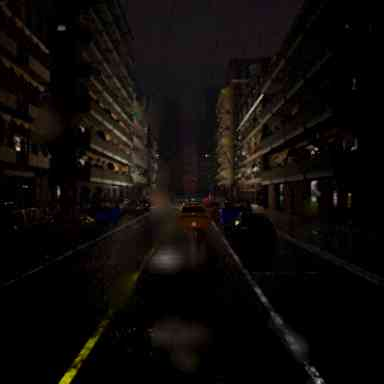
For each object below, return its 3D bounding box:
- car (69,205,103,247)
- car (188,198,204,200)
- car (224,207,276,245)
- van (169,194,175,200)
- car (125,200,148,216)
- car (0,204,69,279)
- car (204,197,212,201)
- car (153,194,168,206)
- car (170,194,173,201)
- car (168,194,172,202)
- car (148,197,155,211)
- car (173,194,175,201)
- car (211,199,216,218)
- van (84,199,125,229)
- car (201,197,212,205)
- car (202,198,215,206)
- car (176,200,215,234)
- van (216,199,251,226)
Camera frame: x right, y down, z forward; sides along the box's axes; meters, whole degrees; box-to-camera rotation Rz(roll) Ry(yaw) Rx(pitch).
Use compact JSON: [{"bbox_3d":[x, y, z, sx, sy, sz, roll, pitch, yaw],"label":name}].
[{"bbox_3d":[-5.687,1.521,15.150,1.752,1.417,4.829,0,0,0],"label":"car"},{"bbox_3d":[0.098,1.560,40.411,2.033,1.411,5.357,0,0,0],"label":"car"},{"bbox_3d":[2.693,1.577,15.318,1.802,1.307,4.206,0,0,0],"label":"car"},{"bbox_3d":[-5.694,1.474,94.982,1.690,1.788,3.998,0,0,0],"label":"van"},{"bbox_3d":[-5.688,1.529,32.218,1.752,1.417,4.829,0,0,0],"label":"car"},{"bbox_3d":[-5.684,1.310,9.629,2.192,1.841,5.009,0,0,0],"label":"car"},{"bbox_3d":[2.691,1.599,43.768,1.802,1.307,4.206,0,0,0],"label":"car"},{"bbox_3d":[-5.689,1.347,55.150,2.192,1.841,5.009,0,0,0],"label":"car"},{"bbox_3d":[-5.693,1.647,72.219,1.802,1.307,4.206,0,0,0],"label":"car"},{"bbox_3d":[-5.692,1.618,66.531,1.947,1.339,4.313,0,0,0],"label":"car"},{"bbox_3d":[-5.689,1.592,38.080,1.802,1.307,4.206,0,0,0],"label":"car"},{"bbox_3d":[-5.693,1.413,83.600,2.192,1.841,5.009,0,0,0],"label":"car"},{"bbox_3d":[2.692,1.544,26.697,1.887,1.381,4.507,0,0,0],"label":"car"},{"bbox_3d":[-5.685,1.337,21.007,1.690,1.788,3.998,0,0,0],"label":"van"},{"bbox_3d":[2.689,1.623,60.839,1.802,1.307,4.206,0,0,0],"label":"car"},{"bbox_3d":[2.690,1.614,55.149,1.802,1.307,4.206,0,0,0],"label":"car"},{"bbox_3d":[0.099,1.473,19.361,1.882,1.535,5.008,0,0,0],"label":"car"},{"bbox_3d":[2.694,1.338,21.006,1.690,1.788,3.998,0,0,0],"label":"van"}]
